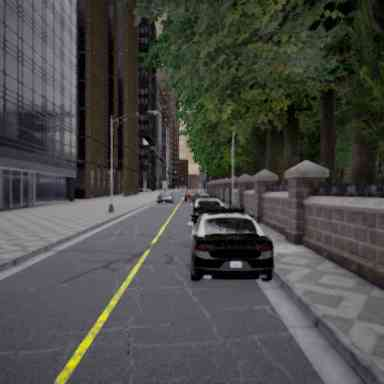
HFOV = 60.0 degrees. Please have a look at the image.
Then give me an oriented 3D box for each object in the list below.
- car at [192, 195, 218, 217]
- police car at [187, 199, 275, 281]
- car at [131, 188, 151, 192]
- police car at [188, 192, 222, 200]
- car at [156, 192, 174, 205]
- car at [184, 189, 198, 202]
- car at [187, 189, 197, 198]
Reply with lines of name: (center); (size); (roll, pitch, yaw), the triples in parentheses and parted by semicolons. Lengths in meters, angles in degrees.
car: (0.901, 0.989, 25.270); (1.812, 1.442, 4.674); (0, 1, 0)
police car: (0.900, 1.224, 9.377); (1.930, 1.638, 5.238); (0, 1, 0)
car: (-14.634, -0.415, 93.619); (4.403, 1.369, 2.008); (0, 0, 0)
police car: (0.901, 1.012, 19.378); (1.930, 1.638, 5.238); (0, 1, 0)
car: (-3.096, 0.711, 39.690); (2.033, 1.411, 5.357); (0, 1, 0)
car: (0.035, 0.375, 46.536); (2.097, 1.767, 4.553); (0, 1, 1)
car: (0.003, 0.249, 61.506); (1.812, 1.442, 4.674); (0, 1, 0)
